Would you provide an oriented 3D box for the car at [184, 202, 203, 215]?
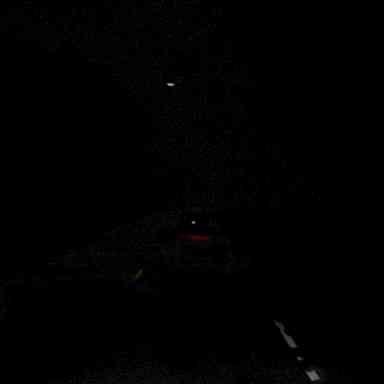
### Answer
[{"bbox_3d":[0.292,2.027,42.101,2.033,1.411,5.357,0,-1,4],"label":"car"}]

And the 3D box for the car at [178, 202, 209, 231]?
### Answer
[{"bbox_3d":[0.094,1.674,22.092,1.882,1.535,5.008,0,-1,0],"label":"car"}]
